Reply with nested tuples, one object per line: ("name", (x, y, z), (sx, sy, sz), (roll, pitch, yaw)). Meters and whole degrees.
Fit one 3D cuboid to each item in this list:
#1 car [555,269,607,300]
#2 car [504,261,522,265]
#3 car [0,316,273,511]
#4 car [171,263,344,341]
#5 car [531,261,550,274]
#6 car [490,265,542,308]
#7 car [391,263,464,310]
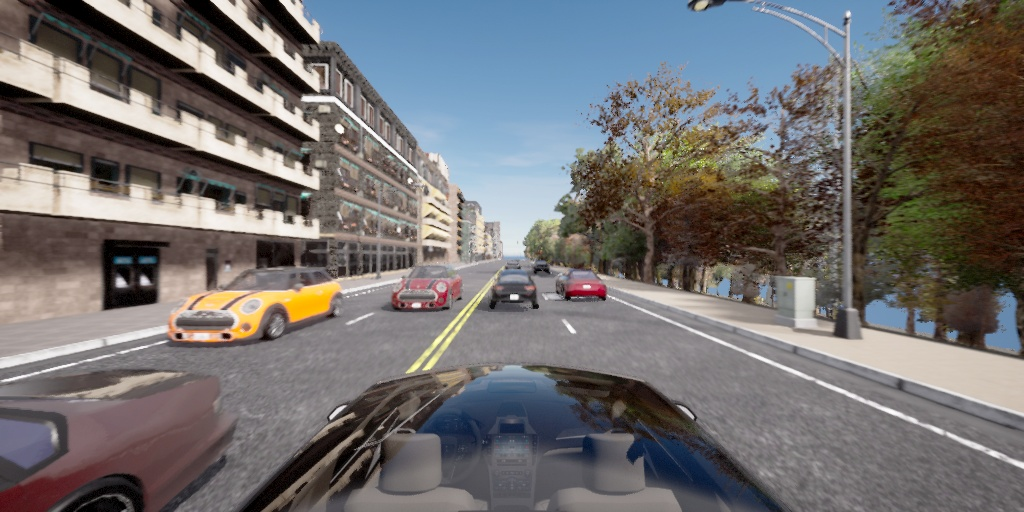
("car", (3.343, 1.340, 17.956), (1.994, 1.385, 4.181), (0, 0, 0))
("car", (0.101, 1.313, 43.060), (2.128, 1.511, 4.902), (0, 0, 0))
("car", (-3.310, 1.296, 0.702), (2.033, 1.411, 5.357), (0, 0, 1))
("car", (-6.573, 1.115, 9.856), (2.097, 1.767, 4.553), (0, 0, 0))
("car", (3.350, 1.325, 42.248), (1.837, 1.490, 4.892), (0, 0, 0))
("car", (0.087, 1.296, 15.090), (1.812, 1.442, 4.674), (0, 0, 0))
("car", (-3.292, 1.122, 14.709), (2.097, 1.767, 4.553), (0, 0, 0))
